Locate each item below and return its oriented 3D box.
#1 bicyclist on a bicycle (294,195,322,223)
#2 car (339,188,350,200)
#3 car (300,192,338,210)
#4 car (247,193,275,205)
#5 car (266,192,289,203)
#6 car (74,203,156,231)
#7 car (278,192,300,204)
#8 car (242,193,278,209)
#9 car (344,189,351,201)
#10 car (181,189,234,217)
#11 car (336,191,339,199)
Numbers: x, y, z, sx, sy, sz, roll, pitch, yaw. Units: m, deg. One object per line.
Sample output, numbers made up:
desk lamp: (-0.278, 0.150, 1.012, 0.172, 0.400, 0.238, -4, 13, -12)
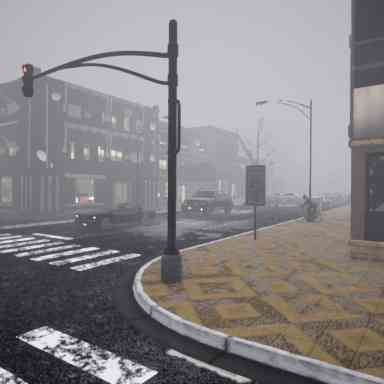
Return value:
bicyclist on a bicycle: (6.797, 1.003, 19.582, 1.656, 1.620, 0.582, 0, 1, 35)
car: (24.237, 0.572, 54.535, 2.033, 1.411, 5.357, 1, 1, 36)
car: (12.673, 0.993, 33.051, 2.008, 1.369, 4.403, 2, 2, 35)
car: (8.886, 0.821, 42.604, 1.887, 1.381, 4.507, 2, 2, 35)
car: (12.126, 0.767, 47.226, 1.802, 1.307, 4.206, 2, 2, 35)
car: (-4.264, 1.340, 19.009, 1.895, 1.301, 4.718, 1, 1, 36)
car: (12.977, 0.771, 43.784, 1.812, 1.442, 4.674, 1, 1, 34)
car: (7.103, 1.014, 35.372, 1.895, 1.301, 4.718, 1, 1, 35)
car: (25.436, 0.619, 51.669, 1.887, 1.381, 4.507, 2, 2, 35)
car: (1.392, 0.798, 27.124, 2.150, 2.045, 5.566, 1, 1, 35)
car: (18.555, 0.788, 46.299, 1.895, 1.301, 4.718, 1, 1, 35)
